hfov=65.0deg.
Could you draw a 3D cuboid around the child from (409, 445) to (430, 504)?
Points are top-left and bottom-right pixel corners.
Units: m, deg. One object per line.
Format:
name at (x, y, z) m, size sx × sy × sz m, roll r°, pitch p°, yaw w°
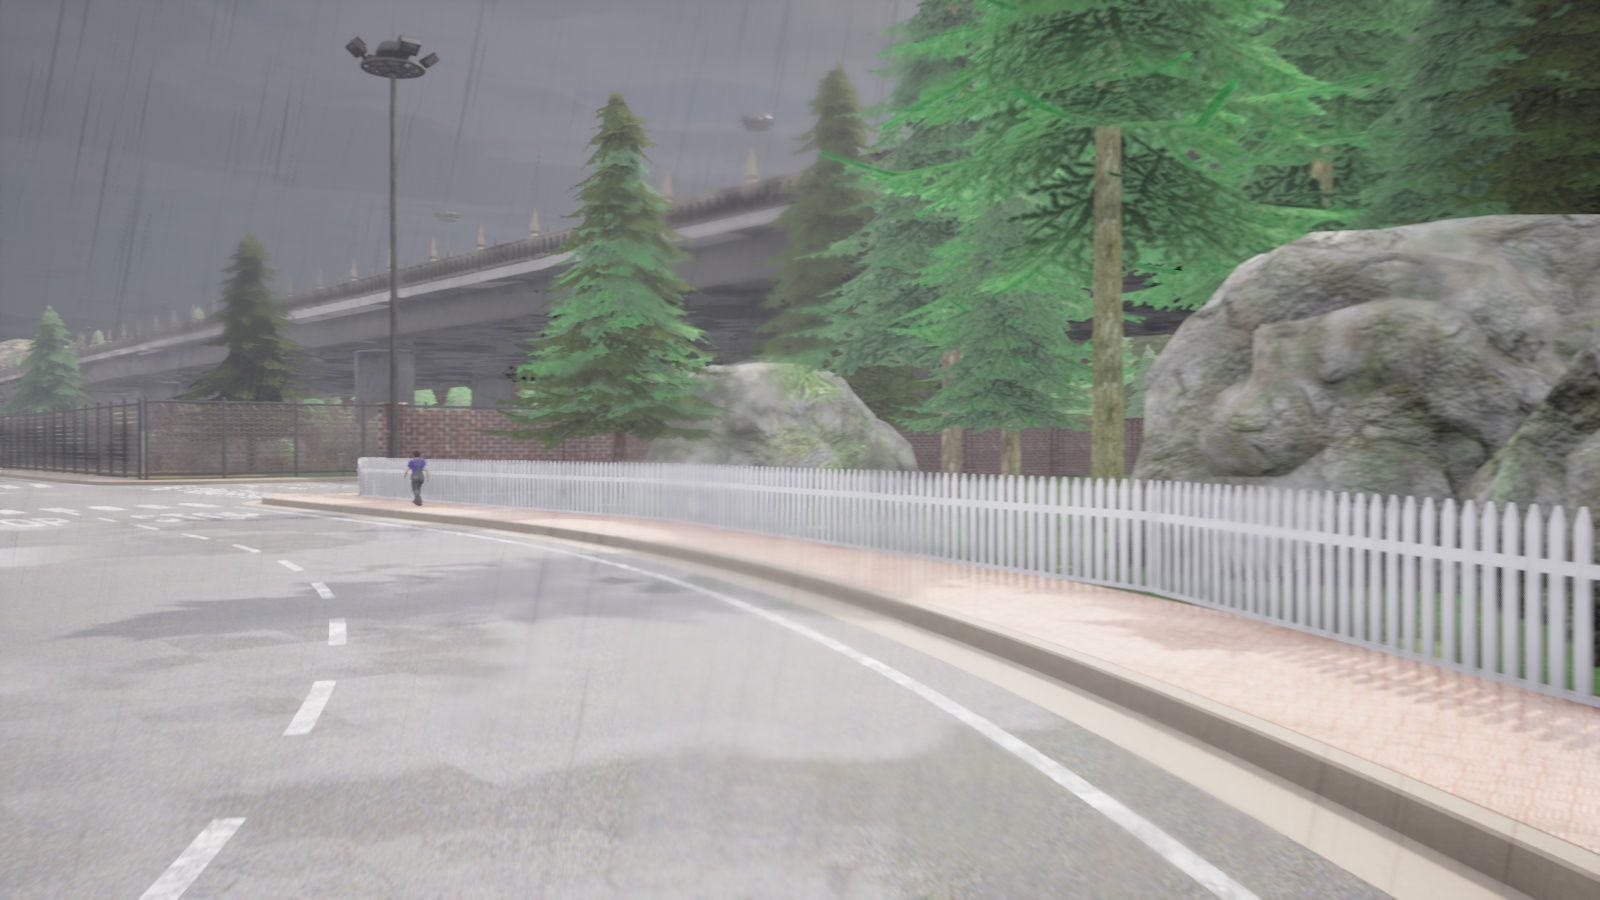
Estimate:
child at (-8.227, 0.532, 27.131) m, size 0.270 × 1.263 × 0.437 m, roll 0°, pitch 0°, yaw -40°
